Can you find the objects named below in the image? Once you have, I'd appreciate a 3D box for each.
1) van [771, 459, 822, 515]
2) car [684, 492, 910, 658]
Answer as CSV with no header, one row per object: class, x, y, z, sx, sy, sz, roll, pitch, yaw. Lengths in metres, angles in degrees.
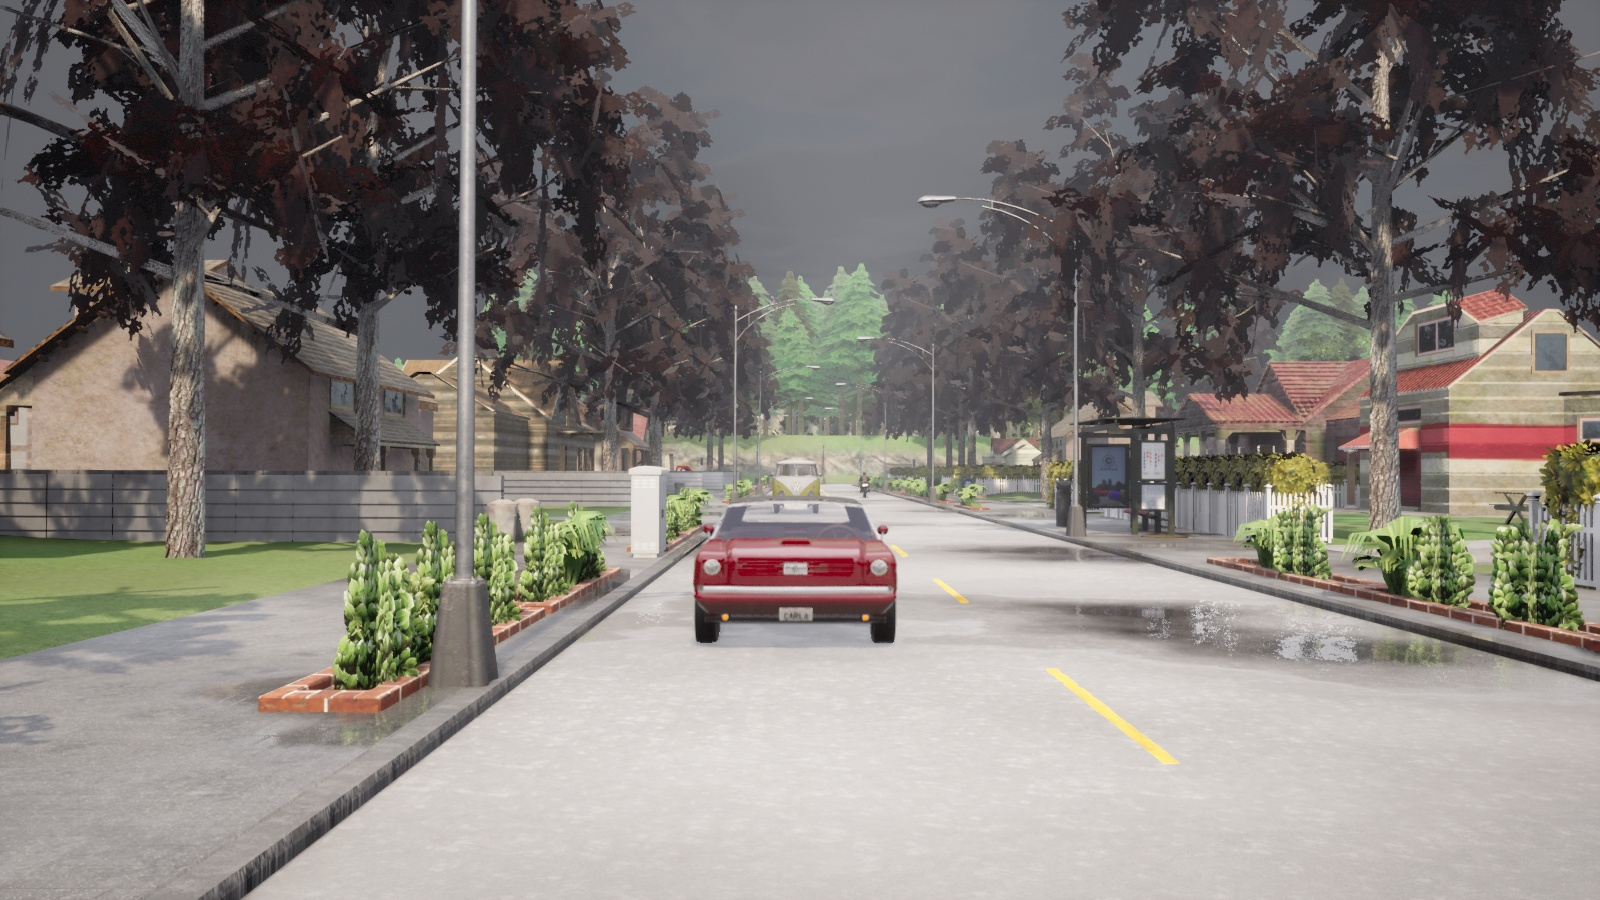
van,-0.128,1.350,46.713,1.775,1.987,4.442,0,-1,0
car,-0.035,1.132,12.922,1.895,1.301,4.718,0,-1,0
